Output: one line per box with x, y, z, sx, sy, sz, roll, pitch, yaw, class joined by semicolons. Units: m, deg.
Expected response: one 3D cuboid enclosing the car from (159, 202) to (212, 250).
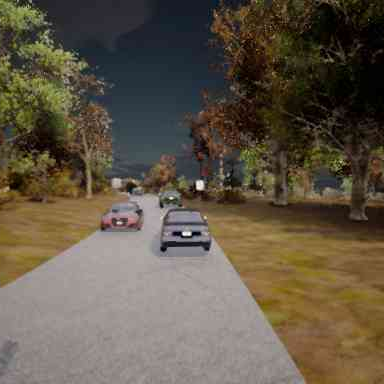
-0.317;1.351;13.329;2.033;1.411;5.357;0;1;-3;car

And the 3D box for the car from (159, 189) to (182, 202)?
-2.221;0.526;33.245;2.097;1.767;4.553;1;2;-7;car

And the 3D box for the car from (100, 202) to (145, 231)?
-3.585;1.215;17.762;1.994;1.385;4.181;0;2;-4;car

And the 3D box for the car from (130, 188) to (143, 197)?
-9.670;0.057;57.775;1.994;1.385;4.181;1;1;-13;car
